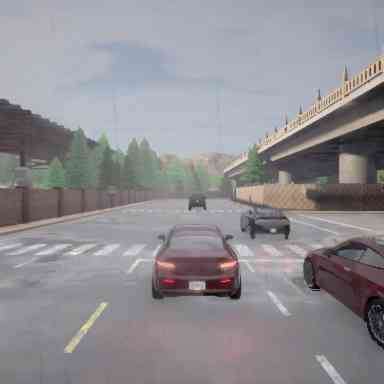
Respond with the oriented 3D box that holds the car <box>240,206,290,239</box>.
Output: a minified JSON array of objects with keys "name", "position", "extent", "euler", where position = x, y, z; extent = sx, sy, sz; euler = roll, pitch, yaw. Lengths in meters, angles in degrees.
[{"name":"car","position":[3.655,1.491,17.196],"extent":[2.128,1.511,4.902],"euler":[0,0,1]}]

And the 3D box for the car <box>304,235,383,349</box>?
[{"name":"car","position":[3.595,1.526,6.098],"extent":[1.812,1.442,4.674],"euler":[0,0,0]}]

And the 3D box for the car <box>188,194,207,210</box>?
[{"name":"car","position":[0.703,1.222,42.420],"extent":[2.150,2.045,5.566],"euler":[0,0,1]}]

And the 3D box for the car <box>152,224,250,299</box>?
[{"name":"car","position":[0.093,1.526,8.314],"extent":[1.812,1.442,4.674],"euler":[0,0,0]}]
